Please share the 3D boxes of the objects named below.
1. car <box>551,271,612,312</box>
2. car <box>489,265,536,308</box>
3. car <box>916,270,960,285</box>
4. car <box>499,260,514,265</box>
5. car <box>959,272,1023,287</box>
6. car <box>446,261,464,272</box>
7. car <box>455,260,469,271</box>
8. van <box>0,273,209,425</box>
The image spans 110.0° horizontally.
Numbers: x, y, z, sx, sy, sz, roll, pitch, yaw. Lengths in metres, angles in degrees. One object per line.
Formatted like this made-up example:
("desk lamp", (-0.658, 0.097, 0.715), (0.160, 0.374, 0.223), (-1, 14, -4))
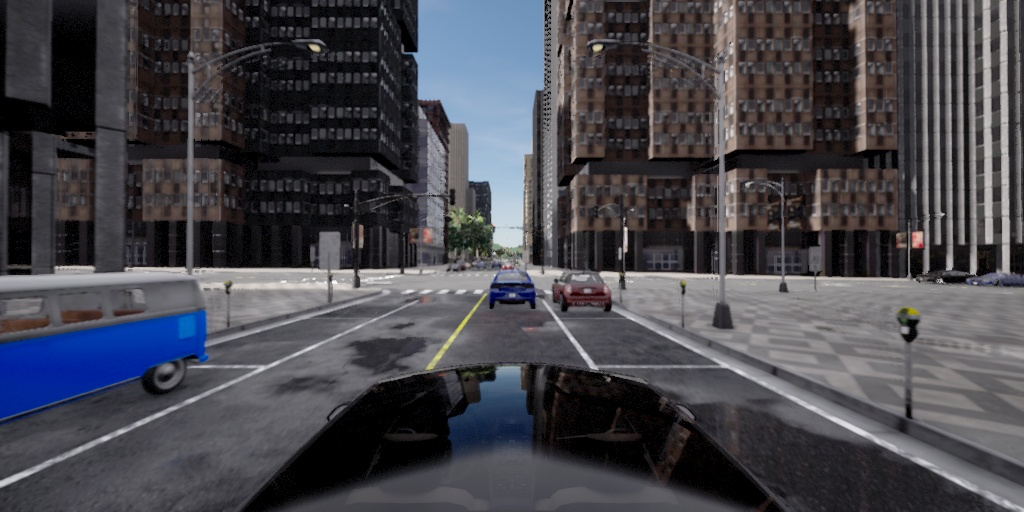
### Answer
("car", (2.761, 1.317, 15.006), (1.967, 1.591, 4.097), (0, 0, 0))
("car", (0.024, 1.365, 16.066), (1.882, 1.535, 5.008), (0, 0, 0))
("car", (46.423, 2.275, 38.458), (5.008, 1.535, 1.882), (1, 0, 0))
("car", (-0.603, 1.723, 56.396), (1.967, 1.591, 4.097), (0, 0, 0))
("car", (48.142, 2.343, 35.201), (5.357, 1.411, 2.033), (1, 0, 0))
("car", (-9.128, 1.849, 56.344), (1.948, 1.339, 4.313), (0, 0, 0))
("car", (-9.162, 1.662, 61.770), (2.192, 1.841, 5.009), (0, 0, 0))
("van", (-5.763, 1.114, 4.121), (1.690, 1.789, 3.998), (0, 0, 0))
